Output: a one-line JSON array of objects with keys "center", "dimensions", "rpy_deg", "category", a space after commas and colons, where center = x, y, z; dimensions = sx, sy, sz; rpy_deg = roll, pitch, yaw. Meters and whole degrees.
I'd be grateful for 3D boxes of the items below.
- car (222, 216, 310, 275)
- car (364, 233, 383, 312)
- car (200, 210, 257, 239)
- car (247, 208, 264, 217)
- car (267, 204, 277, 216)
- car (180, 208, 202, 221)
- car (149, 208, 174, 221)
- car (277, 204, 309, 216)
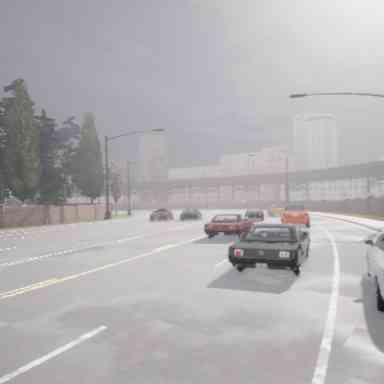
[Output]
[{"center": [2.722, 1.681, 10.803], "dimensions": [1.895, 1.301, 4.718], "rpy_deg": [-2, -1, 24], "category": "car"}, {"center": [4.817, 1.494, 7.062], "dimensions": [1.812, 1.442, 4.674], "rpy_deg": [-2, -1, 25], "category": "car"}, {"center": [2.262, 1.896, 19.130], "dimensions": [1.895, 1.301, 4.718], "rpy_deg": [-2, -2, 20], "category": "car"}, {"center": [6.688, 2.368, 35.717], "dimensions": [1.895, 1.301, 4.718], "rpy_deg": [-1, -2, 10], "category": "car"}, {"center": [11.241, 2.432, 44.694], "dimensions": [1.801, 1.575, 5.366], "rpy_deg": [-2, -2, 4], "category": "car"}, {"center": [-0.066, 2.545, 37.998], "dimensions": [1.994, 1.385, 4.181], "rpy_deg": [-1, -2, 11], "category": "car"}, {"center": [-3.468, 2.601, 38.793], "dimensions": [1.812, 1.442, 4.674], "rpy_deg": [-1, -2, 11], "category": "car"}, {"center": [8.103, 1.778, 26.360], "dimensions": [2.097, 1.767, 4.553], "rpy_deg": [-2, -2, 16], "category": "car"}]
